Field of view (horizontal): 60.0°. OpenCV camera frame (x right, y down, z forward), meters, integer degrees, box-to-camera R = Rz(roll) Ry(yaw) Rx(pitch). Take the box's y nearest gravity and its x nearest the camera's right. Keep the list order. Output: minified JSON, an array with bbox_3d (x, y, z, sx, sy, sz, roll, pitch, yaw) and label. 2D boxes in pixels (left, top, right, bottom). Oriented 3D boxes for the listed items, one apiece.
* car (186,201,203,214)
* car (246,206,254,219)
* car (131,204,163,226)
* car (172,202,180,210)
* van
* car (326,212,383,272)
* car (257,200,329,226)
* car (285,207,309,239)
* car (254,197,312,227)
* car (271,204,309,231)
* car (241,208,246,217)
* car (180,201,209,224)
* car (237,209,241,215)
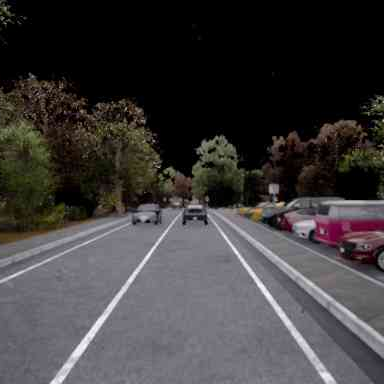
[{"bbox_3d":[0.323,1.962,42.912,2.128,1.511,4.902,0,-2,0],"label":"car"},{"bbox_3d":[7.228,1.631,26.907,5.008,1.535,2.097,0,0,0],"label":"car"},{"bbox_3d":[-3.221,1.631,24.638,2.128,1.511,4.902,0,-1,0],"label":"car"},{"bbox_3d":[-2.915,2.799,66.081,1.812,1.442,4.674,0,-2,1],"label":"car"},{"bbox_3d":[7.258,1.308,13.032,4.442,1.987,1.878,0,0,0],"label":"van"},{"bbox_3d":[7.130,1.517,10.255,5.008,1.535,2.097,0,0,0],"label":"car"},{"bbox_3d":[7.237,1.480,24.131,4.553,1.767,2.185,0,0,0],"label":"car"},{"bbox_3d":[7.160,1.591,15.807,4.674,1.452,2.002,0,0,0],"label":"car"},{"bbox_3d":[7.161,1.335,21.361,5.566,2.045,2.435,0,0,0],"label":"car"},{"bbox_3d":[7.203,1.598,18.582,4.792,1.488,2.163,0,0,0],"label":"car"},{"bbox_3d":[7.243,1.665,29.679,4.892,1.521,2.231,0,-1,0],"label":"car"},{"bbox_3d":[0.235,1.658,26.000,1.837,1.490,4.892,0,-1,0],"label":"car"},{"bbox_3d":[7.068,1.702,32.449,5.366,1.575,1.946,0,-1,0],"label":"car"}]
